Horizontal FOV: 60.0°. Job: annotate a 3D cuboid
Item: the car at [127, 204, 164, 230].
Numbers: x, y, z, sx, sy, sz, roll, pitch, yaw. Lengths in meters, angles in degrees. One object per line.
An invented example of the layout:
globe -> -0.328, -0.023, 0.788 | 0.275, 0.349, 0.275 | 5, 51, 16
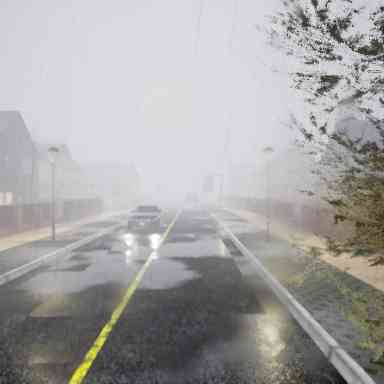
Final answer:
car -> -2.769, 1.507, 20.791 | 1.812, 1.442, 4.674 | 0, 0, 0

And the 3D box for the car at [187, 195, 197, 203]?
car -> -0.064, 1.401, 69.008 | 2.033, 1.411, 5.357 | 0, 0, 0

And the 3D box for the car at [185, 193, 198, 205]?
car -> -0.053, 1.186, 58.521 | 2.150, 2.045, 5.566 | 0, 0, 0
